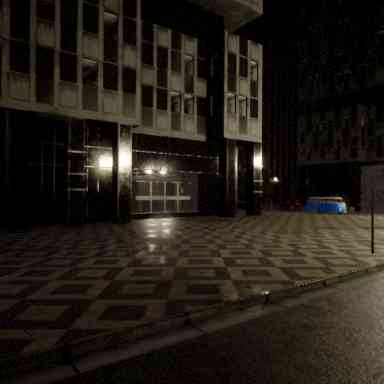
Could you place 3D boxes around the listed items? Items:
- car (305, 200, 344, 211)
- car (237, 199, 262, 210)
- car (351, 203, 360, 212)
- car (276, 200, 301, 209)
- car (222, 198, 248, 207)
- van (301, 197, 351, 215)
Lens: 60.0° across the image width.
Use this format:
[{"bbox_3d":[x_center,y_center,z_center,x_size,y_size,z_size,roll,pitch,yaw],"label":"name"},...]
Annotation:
[{"bbox_3d":[17.378,1.741,43.720,2.008,1.369,4.403,0,0,-36],"label":"car"},{"bbox_3d":[7.164,1.701,43.350,1.887,1.381,4.507,0,0,-36],"label":"car"},{"bbox_3d":[20.664,1.717,39.125,1.947,1.339,4.313,0,0,-36],"label":"car"},{"bbox_3d":[14.093,1.811,48.315,1.802,1.307,4.206,0,0,-36],"label":"car"},{"bbox_3d":[7.423,1.832,57.643,1.752,1.417,4.829,0,0,-36],"label":"car"},{"bbox_3d":[13.734,1.419,34.161,1.690,1.788,3.998,0,0,-36],"label":"van"}]
